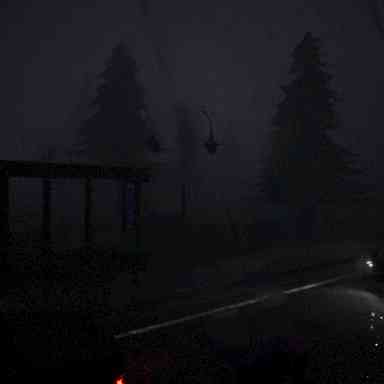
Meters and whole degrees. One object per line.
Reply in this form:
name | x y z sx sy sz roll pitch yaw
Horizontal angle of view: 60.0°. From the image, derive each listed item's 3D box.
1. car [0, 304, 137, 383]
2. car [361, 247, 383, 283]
car | -2.978 1.540 1.858 5.357 1.411 2.033 0 0 -36
car | 6.679 1.611 8.777 5.357 1.411 2.033 0 0 -35
